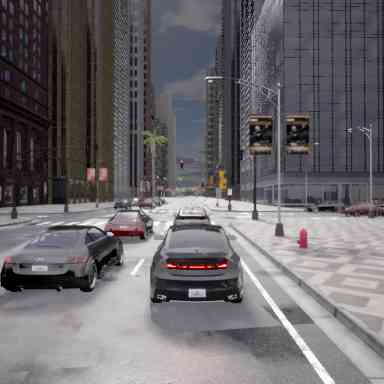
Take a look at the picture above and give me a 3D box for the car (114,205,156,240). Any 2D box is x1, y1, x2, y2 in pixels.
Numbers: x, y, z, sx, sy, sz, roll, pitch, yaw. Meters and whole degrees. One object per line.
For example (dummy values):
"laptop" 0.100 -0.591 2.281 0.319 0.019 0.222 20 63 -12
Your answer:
"car" -3.174 1.601 17.379 1.994 1.385 4.181 0 0 0

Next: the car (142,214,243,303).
"car" 0.089 1.515 8.204 1.837 1.490 4.892 0 0 0

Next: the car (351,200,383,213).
"car" 20.771 1.641 37.867 4.313 1.339 1.947 0 0 -1

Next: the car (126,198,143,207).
"car" -9.915 1.775 57.862 2.128 1.511 4.902 0 0 0

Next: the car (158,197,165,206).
"car" -6.656 1.652 60.074 2.097 1.767 4.553 0 0 0

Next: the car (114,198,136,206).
"car" -9.918 1.765 48.307 2.033 1.411 5.357 0 0 0

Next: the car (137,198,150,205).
"car" -9.852 1.923 67.748 1.994 1.385 4.181 0 0 1

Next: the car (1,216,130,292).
"car" -3.168 1.576 8.979 1.994 1.385 4.181 0 0 1

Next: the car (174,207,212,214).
"car" 0.025 1.529 17.526 2.128 1.511 4.902 0 0 0

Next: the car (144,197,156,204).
"car" -9.863 1.986 78.342 2.033 1.411 5.357 0 0 0

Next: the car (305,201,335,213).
"car" 15.131 1.660 37.771 4.313 1.339 1.947 0 0 -1

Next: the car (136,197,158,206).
"car" -6.667 1.706 50.037 1.882 1.535 5.008 0 0 0

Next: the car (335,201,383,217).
"car" 15.274 1.576 29.247 4.206 1.307 1.802 0 0 -1
